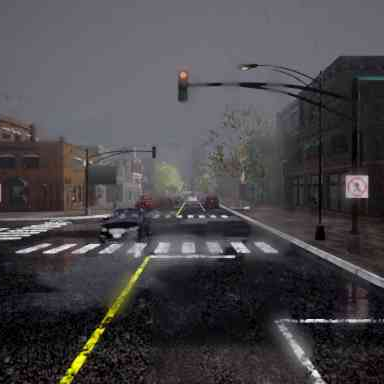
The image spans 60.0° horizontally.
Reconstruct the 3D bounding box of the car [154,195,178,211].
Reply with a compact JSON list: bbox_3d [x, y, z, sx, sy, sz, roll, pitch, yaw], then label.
[{"bbox_3d":[-3.078,1.483,40.045,1.882,1.535,5.008,0,0,0],"label":"car"}]

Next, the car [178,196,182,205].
[{"bbox_3d":[-3.061,1.608,54.473,1.895,1.301,4.718,0,0,0],"label":"car"}]

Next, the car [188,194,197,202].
[{"bbox_3d":[0.040,1.364,79.239,2.097,1.767,4.553,0,0,0],"label":"car"}]

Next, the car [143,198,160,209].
[{"bbox_3d":[-5.669,1.551,46.921,1.887,1.381,4.507,-1,0,0],"label":"car"}]

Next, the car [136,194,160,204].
[{"bbox_3d":[-5.673,1.321,41.377,2.192,1.841,5.009,-1,0,0],"label":"car"}]

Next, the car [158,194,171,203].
[{"bbox_3d":[-5.660,1.324,69.097,2.192,1.841,5.009,-1,0,0],"label":"car"}]

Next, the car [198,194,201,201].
[{"bbox_3d":[2.720,1.559,63.549,2.008,1.369,4.403,-1,0,0],"label":"car"}]

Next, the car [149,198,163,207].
[{"bbox_3d":[-5.666,1.589,52.465,1.802,1.307,4.206,-1,0,0],"label":"car"}]

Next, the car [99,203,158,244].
[{"bbox_3d":[-3.109,1.553,16.226,2.128,1.511,4.902,-1,0,0],"label":"car"}]

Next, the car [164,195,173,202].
[{"bbox_3d":[-5.652,1.554,80.185,1.887,1.381,4.507,-1,0,0],"label":"car"}]

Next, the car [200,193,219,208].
[{"bbox_3d":[2.710,1.322,46.917,2.192,1.841,5.009,-1,0,0],"label":"car"}]

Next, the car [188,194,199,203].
[{"bbox_3d":[0.132,1.534,69.102,1.812,1.442,4.674,0,0,0],"label":"car"}]

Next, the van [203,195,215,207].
[{"bbox_3d":[2.713,1.348,52.461,1.690,1.788,3.998,-1,0,0],"label":"van"}]

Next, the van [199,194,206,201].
[{"bbox_3d":[2.729,1.350,85.725,1.690,1.788,3.998,-1,0,0],"label":"van"}]
